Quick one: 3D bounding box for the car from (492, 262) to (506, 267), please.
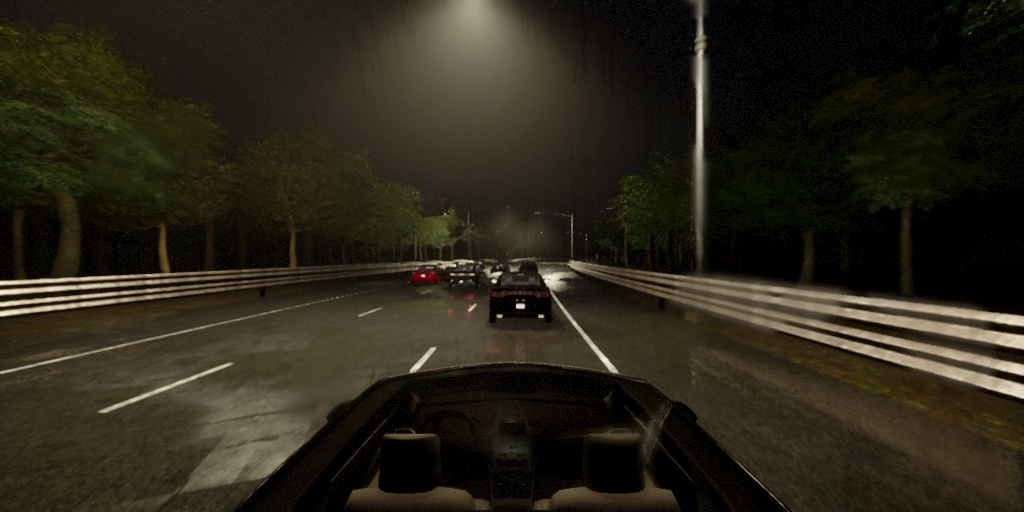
[{"bbox_3d":[-1.317,1.350,41.743,2.033,1.411,5.357,0,0,6],"label":"car"}]

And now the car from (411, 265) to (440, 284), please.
[{"bbox_3d":[-6.039,1.340,26.855,1.994,1.385,4.181,0,0,4],"label":"car"}]

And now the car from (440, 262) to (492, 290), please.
[{"bbox_3d":[-2.773,1.267,22.912,2.128,1.511,4.902,0,0,3],"label":"car"}]

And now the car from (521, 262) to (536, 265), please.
[{"bbox_3d":[1.716,1.303,36.511,1.837,1.490,4.892,0,0,5],"label":"car"}]

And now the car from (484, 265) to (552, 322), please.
[{"bbox_3d":[0.293,1.242,12.386,1.882,1.535,5.008,0,0,1],"label":"car"}]
